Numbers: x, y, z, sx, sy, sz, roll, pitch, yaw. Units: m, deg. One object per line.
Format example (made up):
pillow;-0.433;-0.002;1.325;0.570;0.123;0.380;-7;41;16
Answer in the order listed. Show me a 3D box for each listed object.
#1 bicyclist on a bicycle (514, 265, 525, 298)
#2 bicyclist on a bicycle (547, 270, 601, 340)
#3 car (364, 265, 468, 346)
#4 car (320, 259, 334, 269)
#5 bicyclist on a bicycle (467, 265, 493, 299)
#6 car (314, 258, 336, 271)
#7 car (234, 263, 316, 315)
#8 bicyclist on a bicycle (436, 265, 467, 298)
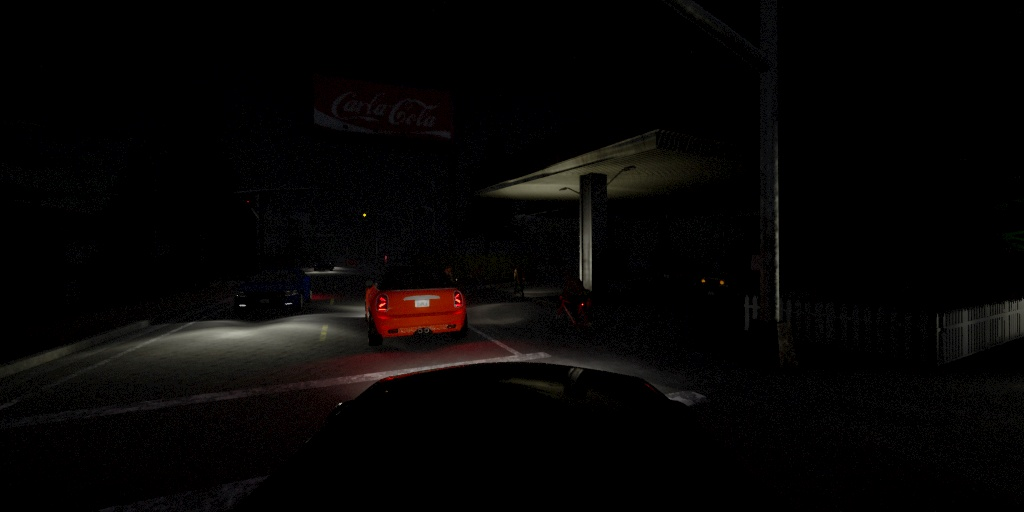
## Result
bicyclist on a bicycle;0.364;1.283;18.051;0.582;1.620;1.656;0;0;15
bicyclist on a bicycle;1.504;1.185;8.866;0.582;1.620;1.656;3;-2;-44
car;-2.722;1.013;9.456;2.097;1.767;4.553;0;0;-23
car;-28.589;1.200;55.559;1.837;1.490;4.892;0;0;-25
bicyclist on a bicycle;-1.741;1.282;17.884;1.656;1.620;0.582;1;0;-23
car;-24.451;1.044;46.596;2.097;1.767;4.553;0;0;-25
car;-8.797;1.171;13.542;1.882;1.535;5.008;1;-1;-24
bicyclist on a bicycle;-3.014;1.253;16.470;1.656;1.620;0.582;1;0;36
